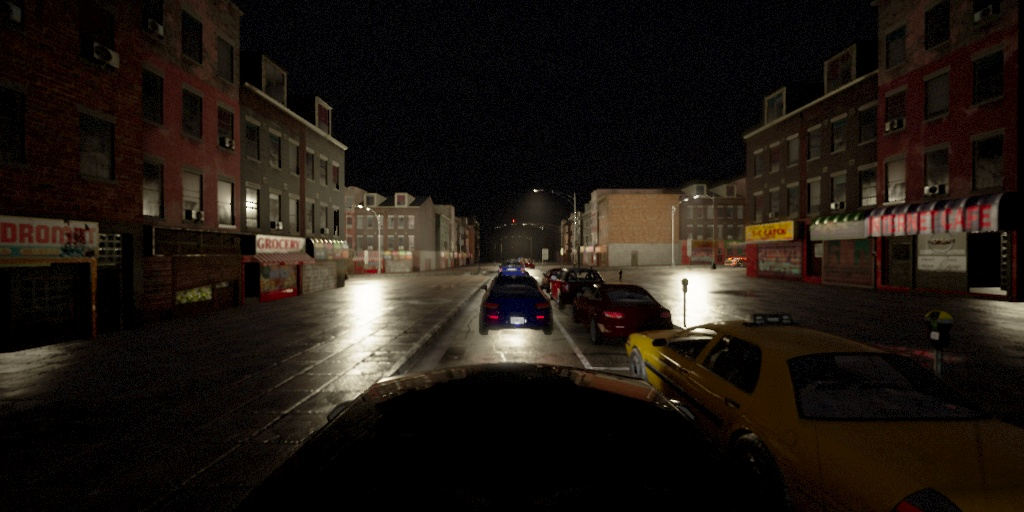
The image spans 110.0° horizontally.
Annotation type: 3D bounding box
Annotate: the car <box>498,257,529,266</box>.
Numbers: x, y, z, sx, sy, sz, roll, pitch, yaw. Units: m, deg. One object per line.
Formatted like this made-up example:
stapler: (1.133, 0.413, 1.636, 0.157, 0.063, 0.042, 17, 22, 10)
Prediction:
car: (-0.024, 1.106, 27.801, 2.097, 1.767, 4.553, 0, 0, 0)

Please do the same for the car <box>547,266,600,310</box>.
car: (2.632, 1.184, 14.674, 1.967, 1.591, 4.097, 0, 0, 0)

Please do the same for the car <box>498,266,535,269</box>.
car: (0.098, 1.346, 17.903, 1.895, 1.301, 4.718, 0, 0, 0)

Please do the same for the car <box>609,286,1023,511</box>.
car: (2.637, 1.274, 3.910, 1.751, 1.417, 4.829, 0, 0, 0)

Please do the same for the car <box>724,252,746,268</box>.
car: (26.705, 0.361, 40.684, 4.553, 1.767, 2.097, -1, 0, 0)

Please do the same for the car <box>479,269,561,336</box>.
car: (0.072, 1.271, 10.263, 1.812, 1.442, 4.674, 0, 0, -1)

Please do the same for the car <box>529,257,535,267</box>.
car: (2.612, 1.269, 57.481, 1.967, 1.591, 4.097, 0, 0, 0)

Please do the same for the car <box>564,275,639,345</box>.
car: (2.635, 1.327, 9.208, 1.802, 1.307, 4.207, 0, 0, 0)
